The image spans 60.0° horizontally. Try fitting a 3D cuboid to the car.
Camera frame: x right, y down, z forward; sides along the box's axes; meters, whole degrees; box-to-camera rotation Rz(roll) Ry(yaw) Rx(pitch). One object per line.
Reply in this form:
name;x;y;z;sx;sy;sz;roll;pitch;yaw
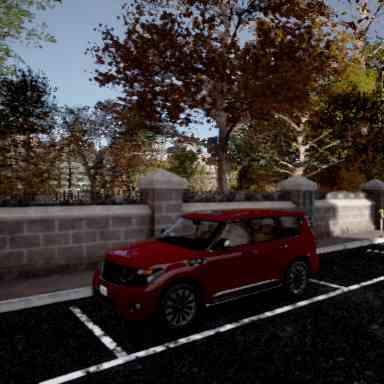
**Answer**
car;0.585;1.309;6.975;5.009;1.841;2.192;0;0;-36
